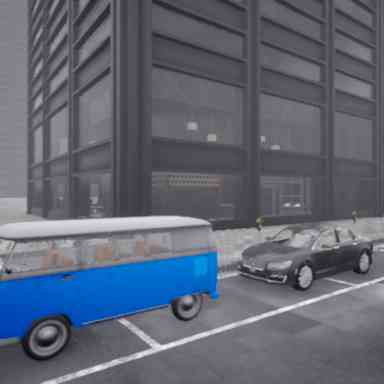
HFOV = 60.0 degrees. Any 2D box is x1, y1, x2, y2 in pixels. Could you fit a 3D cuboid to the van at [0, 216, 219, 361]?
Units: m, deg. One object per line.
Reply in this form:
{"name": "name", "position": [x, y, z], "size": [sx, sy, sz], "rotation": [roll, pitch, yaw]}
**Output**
{"name": "van", "position": [-1.406, 1.341, 5.646], "size": [3.998, 1.788, 1.690], "rotation": [0, 0, -36]}

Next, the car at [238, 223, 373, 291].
{"name": "car", "position": [3.168, 1.550, 8.909], "size": [4.403, 1.369, 2.008], "rotation": [0, 0, -36]}
